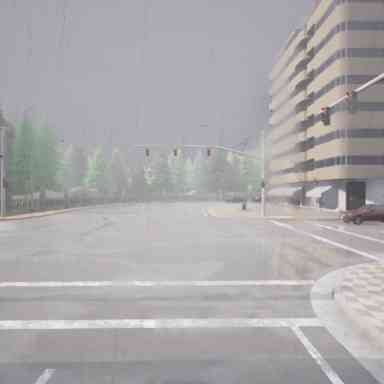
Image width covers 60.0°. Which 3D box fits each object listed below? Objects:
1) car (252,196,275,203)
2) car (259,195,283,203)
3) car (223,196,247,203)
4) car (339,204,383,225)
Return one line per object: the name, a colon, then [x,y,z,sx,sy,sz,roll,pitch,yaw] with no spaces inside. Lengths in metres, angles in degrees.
car: [14.187,1.522,67.903,4.674,1.442,1.812,0,0,-34]
car: [17.537,1.521,73.805,4.902,1.511,2.128,0,0,-23]
car: [8.874,1.544,68.199,5.357,1.411,2.033,0,0,-38]
car: [13.161,1.580,24.155,4.674,1.442,1.812,0,0,-1]
